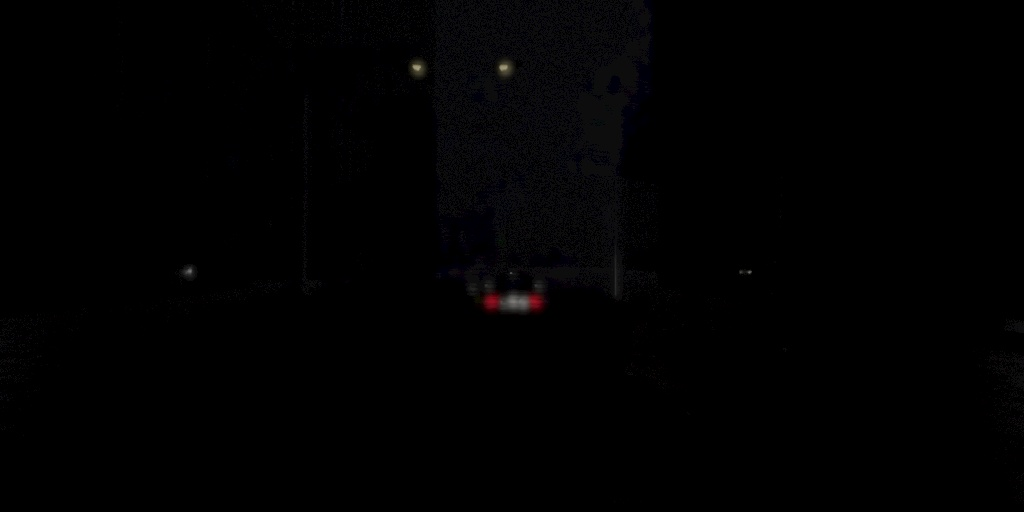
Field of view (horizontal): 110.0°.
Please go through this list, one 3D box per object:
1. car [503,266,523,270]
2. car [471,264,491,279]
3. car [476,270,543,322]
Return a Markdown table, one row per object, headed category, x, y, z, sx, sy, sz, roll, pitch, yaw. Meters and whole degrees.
| category | x | y | z | sx | sy | sz | roll | pitch | yaw |
| --- | --- | --- | --- | --- | --- | --- | --- | --- | --- |
| car | 0.084 | 1.566 | 33.411 | 1.994 | 1.385 | 4.181 | 0 | -1 | 0 |
| car | -3.102 | 1.568 | 37.531 | 1.812 | 1.442 | 4.674 | 0 | -1 | 0 |
| car | 0.065 | 1.376 | 12.672 | 2.033 | 1.411 | 5.357 | 0 | 0 | 0 |
